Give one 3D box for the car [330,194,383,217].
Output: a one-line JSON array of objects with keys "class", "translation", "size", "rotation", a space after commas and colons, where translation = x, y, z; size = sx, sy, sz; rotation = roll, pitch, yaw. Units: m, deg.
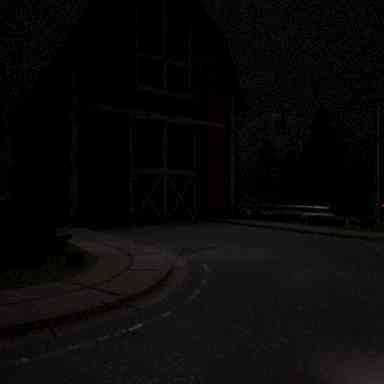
[{"class": "car", "translation": [15.503, 1.242, 30.438], "size": [2.150, 2.045, 5.566], "rotation": [0, 0, -35]}]
